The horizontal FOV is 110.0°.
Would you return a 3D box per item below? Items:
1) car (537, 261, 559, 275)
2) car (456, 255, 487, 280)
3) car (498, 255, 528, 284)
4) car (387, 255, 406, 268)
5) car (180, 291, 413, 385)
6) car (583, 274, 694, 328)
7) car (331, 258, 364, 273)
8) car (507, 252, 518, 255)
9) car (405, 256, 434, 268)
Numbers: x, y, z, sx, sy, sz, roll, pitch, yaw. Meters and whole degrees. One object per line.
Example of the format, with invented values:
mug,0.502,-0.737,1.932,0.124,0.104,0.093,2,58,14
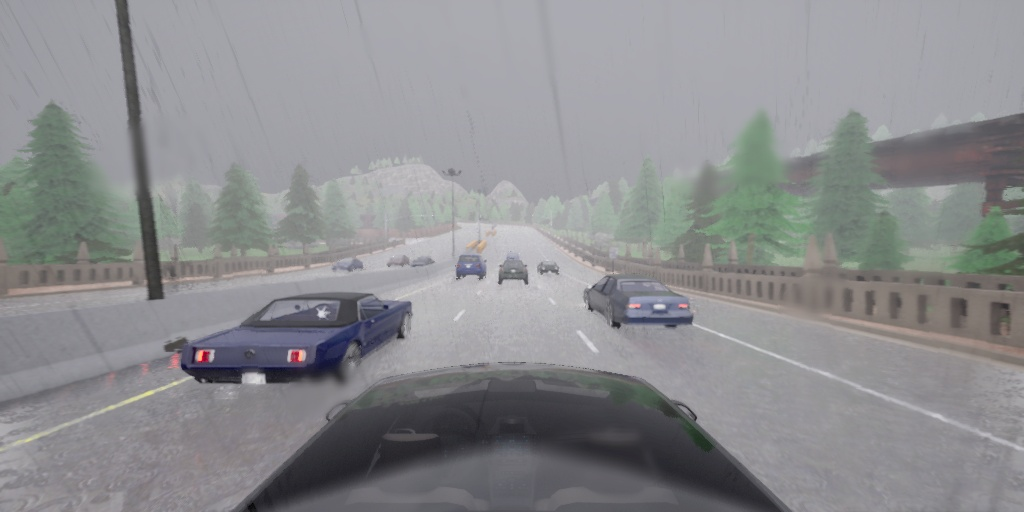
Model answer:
car,3.587,1.126,36.306,1.895,1.301,4.718,0,2,0
car,-3.411,0.889,30.692,2.150,2.045,5.566,0,1,0
car,0.091,1.047,26.798,2.097,1.767,4.553,0,0,0
car,-14.096,0.595,44.870,1.812,1.442,4.674,0,4,0
car,-3.402,1.339,6.966,1.895,1.301,4.718,0,0,0
car,3.597,1.277,11.251,2.033,1.411,5.357,0,0,0
car,-17.596,0.951,38.663,1.812,1.442,4.674,0,2,0
car,0.081,0.239,48.884,1.882,1.535,5.008,0,5,0
car,-10.602,0.759,42.682,2.033,1.411,5.357,0,3,0
